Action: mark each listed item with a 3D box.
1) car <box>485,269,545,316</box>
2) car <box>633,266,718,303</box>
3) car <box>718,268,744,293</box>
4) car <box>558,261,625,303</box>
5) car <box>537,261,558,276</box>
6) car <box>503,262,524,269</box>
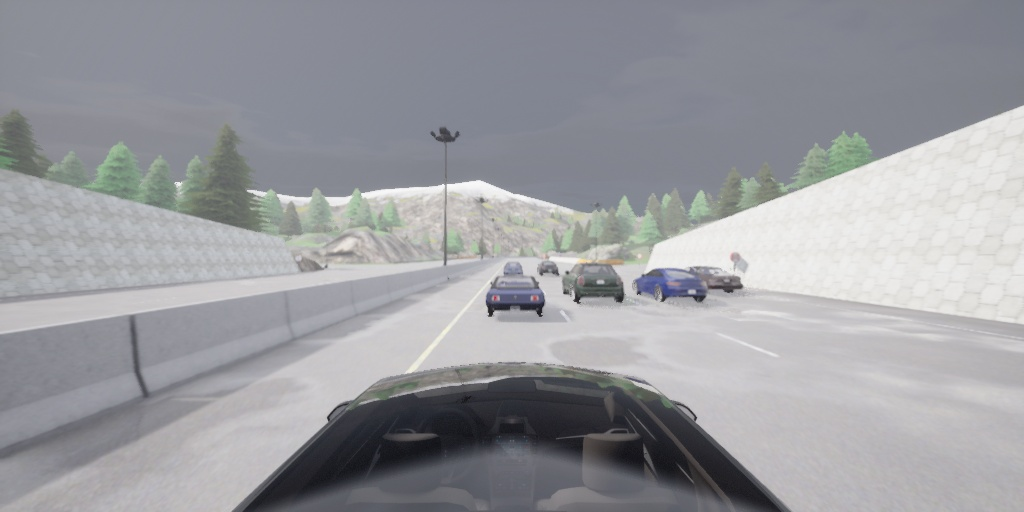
[{"bbox_3d":[0.102,1.328,13.267,1.895,1.301,4.718,0,0,0],"label":"car"},{"bbox_3d":[7.090,1.247,16.439,1.812,1.442,4.674,0,0,0],"label":"car"},{"bbox_3d":[10.604,1.261,20.219,2.033,1.411,5.357,0,0,0],"label":"car"},{"bbox_3d":[3.604,1.072,16.684,2.097,1.767,4.553,0,0,0],"label":"car"},{"bbox_3d":[3.598,1.208,36.136,1.812,1.442,4.674,0,0,0],"label":"car"},{"bbox_3d":[0.108,1.235,33.480,2.033,1.411,5.357,0,0,0],"label":"car"}]
